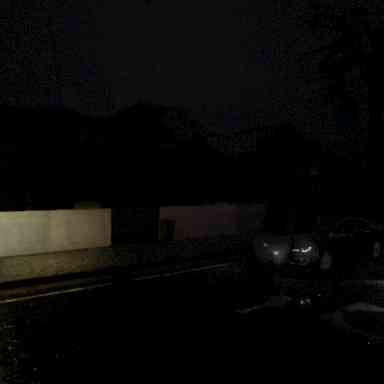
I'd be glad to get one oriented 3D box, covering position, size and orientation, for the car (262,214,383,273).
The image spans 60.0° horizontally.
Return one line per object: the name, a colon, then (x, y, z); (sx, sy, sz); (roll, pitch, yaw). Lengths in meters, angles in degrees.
car: (4.378, 1.501, 10.796); (4.892, 1.490, 1.837); (0, 0, -35)
